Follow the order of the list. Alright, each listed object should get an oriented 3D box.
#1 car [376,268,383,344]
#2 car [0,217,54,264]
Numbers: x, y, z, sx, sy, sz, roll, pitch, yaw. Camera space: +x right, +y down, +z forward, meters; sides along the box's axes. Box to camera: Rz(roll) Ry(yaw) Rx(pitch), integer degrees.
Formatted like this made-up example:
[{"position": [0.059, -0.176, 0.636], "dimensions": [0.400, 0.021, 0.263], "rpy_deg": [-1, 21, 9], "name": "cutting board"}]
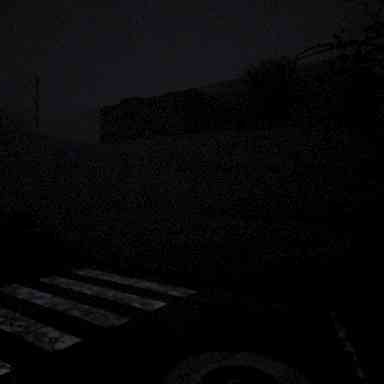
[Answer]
[{"position": [3.384, 1.513, 3.352], "dimensions": [2.163, 1.488, 4.792], "rpy_deg": [0, -1, 15], "name": "car"}, {"position": [-6.389, 1.571, 10.325], "dimensions": [2.163, 1.488, 4.792], "rpy_deg": [0, -1, 15], "name": "car"}]
